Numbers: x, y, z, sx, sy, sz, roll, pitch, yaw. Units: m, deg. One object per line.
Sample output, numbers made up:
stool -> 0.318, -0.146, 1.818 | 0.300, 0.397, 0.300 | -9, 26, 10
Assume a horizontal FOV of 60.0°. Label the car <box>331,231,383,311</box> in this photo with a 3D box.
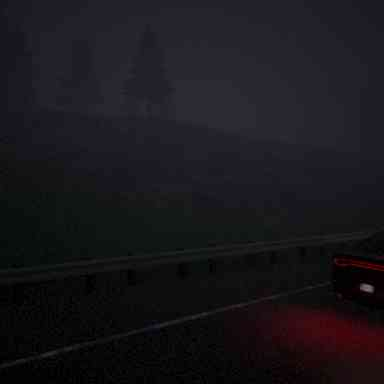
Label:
car -> 5.069, 1.511, 7.106 | 5.008, 1.535, 1.882 | 0, 0, -34
